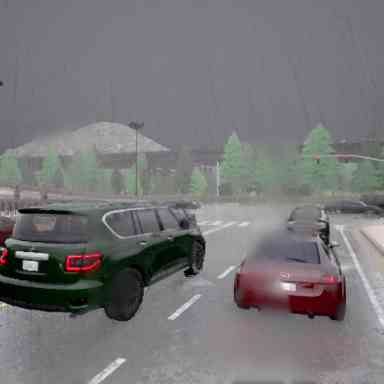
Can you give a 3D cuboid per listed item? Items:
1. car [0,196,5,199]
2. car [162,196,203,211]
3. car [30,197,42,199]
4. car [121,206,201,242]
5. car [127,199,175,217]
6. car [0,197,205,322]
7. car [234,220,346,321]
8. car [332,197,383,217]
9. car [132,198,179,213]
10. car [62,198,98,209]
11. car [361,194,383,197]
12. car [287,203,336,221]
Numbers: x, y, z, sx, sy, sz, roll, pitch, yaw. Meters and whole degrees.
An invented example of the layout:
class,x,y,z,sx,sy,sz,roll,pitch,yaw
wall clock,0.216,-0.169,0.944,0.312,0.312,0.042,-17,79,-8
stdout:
class,x,y,z,sx,sy,sz,roll,pitch,yaw
car,-31.420,0.789,51.678,5.008,1.535,1.882,5,2,20
car,-1.188,1.359,40.762,4.553,1.767,2.097,0,0,20
car,-16.020,1.523,38.653,4.674,1.442,1.812,0,0,20
car,-1.393,1.551,17.729,2.033,1.411,5.357,0,0,22
car,-4.030,1.499,32.228,2.128,1.511,4.902,1,-1,-44
car,-1.483,1.222,7.590,2.150,2.045,5.566,0,0,22
car,2.285,1.566,7.490,1.994,1.385,4.181,0,0,21
car,15.037,1.513,31.219,4.892,1.490,1.837,0,0,20
car,-4.168,1.499,38.115,4.902,1.511,2.128,0,0,20
car,-15.444,1.523,45.890,4.674,1.442,1.812,0,0,19
car,19.680,1.230,33.271,5.566,2.045,2.150,0,0,20
car,5.532,1.495,15.787,2.128,1.511,4.902,0,0,22
